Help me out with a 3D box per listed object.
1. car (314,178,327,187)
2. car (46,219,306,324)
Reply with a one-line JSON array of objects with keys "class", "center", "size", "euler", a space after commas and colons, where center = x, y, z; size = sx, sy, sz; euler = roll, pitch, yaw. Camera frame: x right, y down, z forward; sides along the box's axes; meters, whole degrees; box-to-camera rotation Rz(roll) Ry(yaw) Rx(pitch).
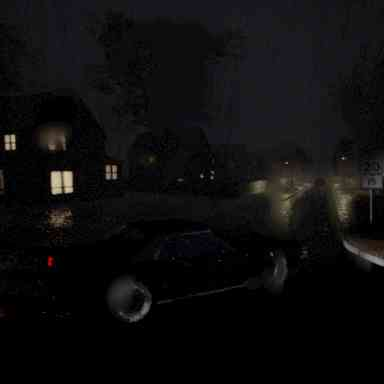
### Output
[{"class": "car", "center": [21.615, -1.605, 55.994], "size": [1.882, 1.535, 5.008], "euler": [0, 3, 22]}, {"class": "car", "center": [-0.126, 1.203, 6.281], "size": [4.718, 1.301, 1.895], "euler": [-2, 5, -29]}]
